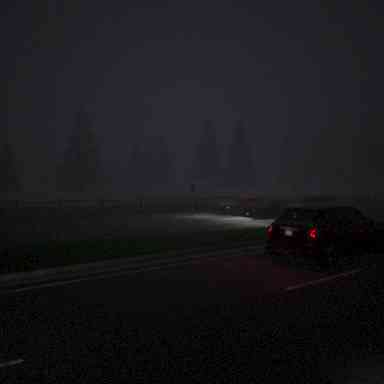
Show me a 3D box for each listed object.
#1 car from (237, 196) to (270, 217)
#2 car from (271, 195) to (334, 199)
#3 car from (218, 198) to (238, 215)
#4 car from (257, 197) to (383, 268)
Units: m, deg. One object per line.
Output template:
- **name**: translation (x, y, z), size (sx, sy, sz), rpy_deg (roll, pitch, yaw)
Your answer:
- **car**: translation (6.562, 1.201, 25.911), size (5.357, 1.411, 2.033), rpy_deg (-1, 1, -25)
- **car**: translation (8.068, 1.018, 22.800), size (4.553, 1.767, 2.097), rpy_deg (-1, 1, -25)
- **car**: translation (4.681, 1.124, 28.919), size (5.008, 1.535, 1.882), rpy_deg (-1, 1, -25)
- **car**: translation (4.618, 1.183, 10.891), size (4.553, 1.767, 2.097), rpy_deg (-1, 1, -33)
